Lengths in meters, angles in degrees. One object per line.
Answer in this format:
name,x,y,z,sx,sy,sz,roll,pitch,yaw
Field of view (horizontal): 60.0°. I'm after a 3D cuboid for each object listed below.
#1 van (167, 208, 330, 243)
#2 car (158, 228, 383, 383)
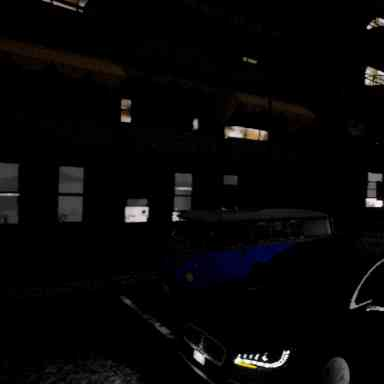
van,1.297,1.262,7.262,3.998,1.788,1.690,0,2,-32
car,2.129,1.469,4.745,4.892,1.490,1.837,0,1,-32
